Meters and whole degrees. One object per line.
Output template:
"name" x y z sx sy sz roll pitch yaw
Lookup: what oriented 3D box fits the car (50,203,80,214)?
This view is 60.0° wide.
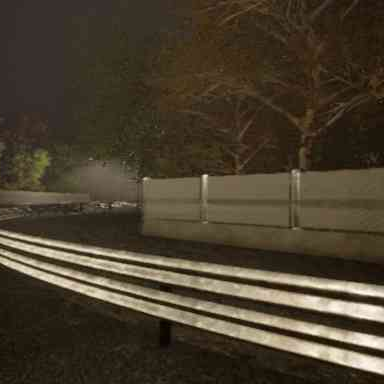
"car" -17.132 2.218 45.277 2.033 1.411 5.357 0 -1 11

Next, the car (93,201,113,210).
"car" -15.312 2.347 57.464 1.882 1.535 5.008 0 -1 9
